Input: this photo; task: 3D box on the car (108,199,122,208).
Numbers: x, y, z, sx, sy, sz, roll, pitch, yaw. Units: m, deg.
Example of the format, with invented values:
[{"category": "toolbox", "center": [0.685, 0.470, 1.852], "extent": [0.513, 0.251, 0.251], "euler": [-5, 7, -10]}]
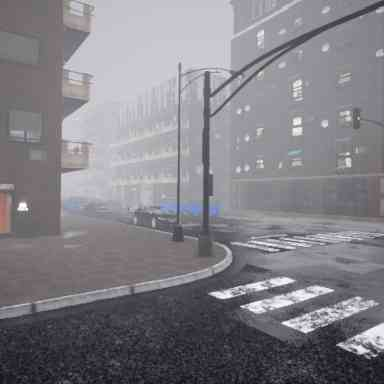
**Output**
[{"category": "car", "center": [-11.802, 1.683, 49.108], "extent": [1.887, 1.381, 4.507], "euler": [1, -1, -35]}]

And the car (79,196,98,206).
[{"category": "car", "center": [-18.156, 1.597, 58.318], "extent": [1.967, 1.590, 4.097], "euler": [1, -1, -35]}]

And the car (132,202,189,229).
[{"category": "car", "center": [-2.401, 1.540, 21.611], "extent": [2.008, 1.369, 4.403], "euler": [1, -1, -35]}]

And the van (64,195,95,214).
[{"category": "van", "center": [-11.931, 1.361, 35.426], "extent": [1.690, 1.788, 3.998], "euler": [1, -1, -35]}]

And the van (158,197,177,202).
[{"category": "van", "center": [-2.268, 1.450, 35.297], "extent": [1.690, 1.788, 3.998], "euler": [1, -1, -35]}]

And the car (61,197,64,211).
[{"category": "car", "center": [-15.110, 1.581, 40.029], "extent": [2.008, 1.369, 4.403], "euler": [1, -1, -35]}]

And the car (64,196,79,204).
[{"category": "car", "center": [-24.510, 1.614, 67.527], "extent": [1.967, 1.590, 4.097], "euler": [1, -1, -35]}]

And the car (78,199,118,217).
[{"category": "car", "center": [-8.756, 1.592, 30.820], "extent": [1.802, 1.307, 4.206], "euler": [1, -1, -35]}]

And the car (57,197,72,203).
[{"category": "car", "center": [-27.689, 1.727, 72.130], "extent": [1.887, 1.381, 4.507], "euler": [1, -1, -35]}]

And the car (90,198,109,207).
[{"category": "car", "center": [-14.980, 1.730, 53.712], "extent": [1.802, 1.307, 4.206], "euler": [1, -1, -35]}]

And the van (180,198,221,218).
[{"category": "van", "center": [0.909, 1.439, 30.692], "extent": [1.690, 1.788, 3.998], "euler": [1, -1, -35]}]

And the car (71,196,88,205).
[{"category": "car", "center": [-21.333, 1.606, 62.922], "extent": [1.967, 1.590, 4.097], "euler": [1, -1, -35]}]
